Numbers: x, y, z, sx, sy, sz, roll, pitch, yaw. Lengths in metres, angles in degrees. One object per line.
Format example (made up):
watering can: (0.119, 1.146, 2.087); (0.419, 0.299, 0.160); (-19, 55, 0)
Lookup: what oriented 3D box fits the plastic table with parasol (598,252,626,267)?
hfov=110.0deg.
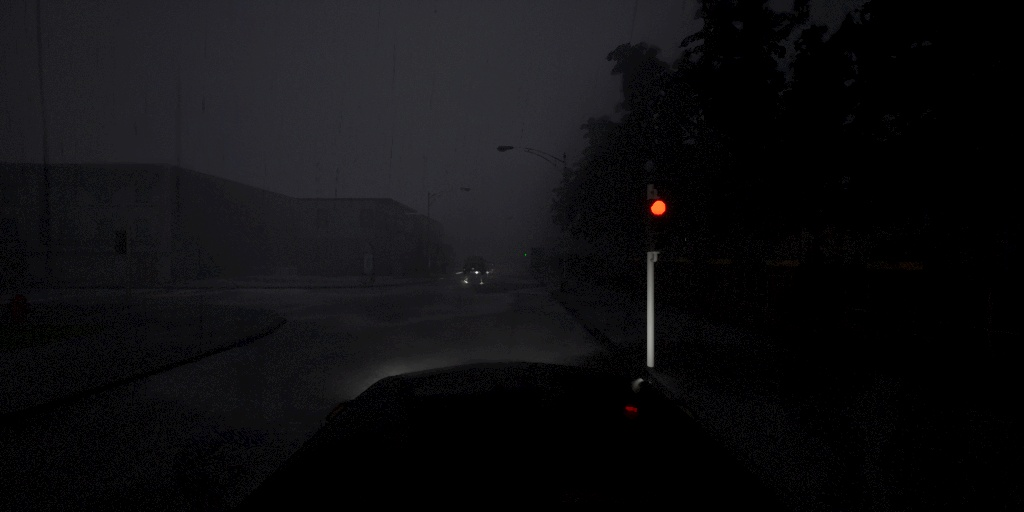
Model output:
plastic table with parasol: (15.337, 0.694, 55.082); (2.482, 2.480, 2.482); (0, 0, -40)

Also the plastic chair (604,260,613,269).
plastic chair: (14.363, 1.306, 54.181); (0.730, 1.272, 0.750); (0, 0, -35)

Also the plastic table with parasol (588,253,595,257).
plastic table with parasol: (14.722, 0.673, 63.297); (2.482, 2.480, 2.482); (0, 0, -42)

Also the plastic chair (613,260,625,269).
plastic chair: (16.069, 1.296, 54.083); (0.750, 1.272, 0.730); (0, 0, -40)

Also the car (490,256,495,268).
car: (-4.023, 0.971, 60.513); (2.150, 2.045, 5.566); (0, 0, 1)

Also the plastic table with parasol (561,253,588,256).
plastic table with parasol: (10.020, 0.684, 57.826); (2.482, 2.480, 2.482); (0, 0, -40)

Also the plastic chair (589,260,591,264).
plastic chair: (13.769, 1.304, 62.410); (0.730, 1.272, 0.750); (0, 0, -35)

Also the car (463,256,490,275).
car: (-4.067, 0.971, 40.143); (2.150, 2.045, 5.566); (0, 0, 0)

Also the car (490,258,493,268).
car: (-4.053, 1.351, 50.320); (1.895, 1.301, 4.718); (0, 0, 0)
